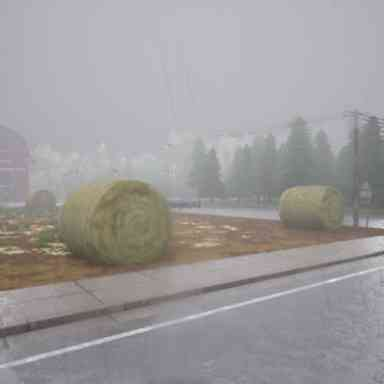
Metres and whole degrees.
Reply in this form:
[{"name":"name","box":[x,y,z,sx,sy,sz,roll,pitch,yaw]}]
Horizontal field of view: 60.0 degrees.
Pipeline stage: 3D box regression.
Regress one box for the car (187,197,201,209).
[{"name":"car","box":[-0.653,1.554,49.981,2.097,1.767,4.553,0,0,-38]}]

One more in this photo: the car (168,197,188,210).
[{"name":"car","box":[-3.066,1.782,47.255,1.895,1.301,4.718,0,0,-38]}]
